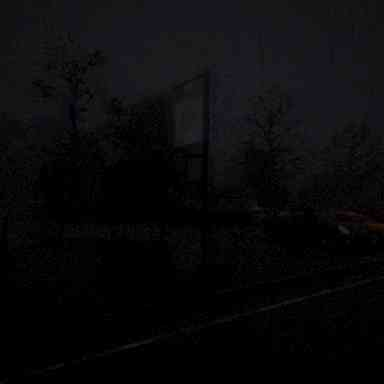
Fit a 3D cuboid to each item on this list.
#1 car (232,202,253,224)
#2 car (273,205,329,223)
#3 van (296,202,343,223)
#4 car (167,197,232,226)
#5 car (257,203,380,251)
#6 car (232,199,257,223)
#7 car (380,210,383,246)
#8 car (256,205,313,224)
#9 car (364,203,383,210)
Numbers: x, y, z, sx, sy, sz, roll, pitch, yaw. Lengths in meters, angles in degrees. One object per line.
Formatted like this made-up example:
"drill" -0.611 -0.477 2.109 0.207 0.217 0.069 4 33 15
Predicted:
"car" 2.293 1.823 27.901 2.231 1.521 4.892 2 -1 -36
"car" 11.235 2.269 34.582 1.946 1.575 5.366 3 -2 -36
"van" 13.686 2.177 35.973 1.878 1.987 4.442 3 -2 -36
"car" 0.154 1.481 26.320 2.435 2.045 5.566 2 -1 -36
"car" 5.569 1.535 15.165 2.185 1.767 4.553 2 -1 -36
"car" 4.572 1.670 29.528 2.435 2.045 5.566 2 -1 -36
"car" 8.036 1.763 16.924 2.097 1.535 5.008 2 -1 -36
"car" 9.077 2.150 33.031 1.946 1.575 5.366 3 -2 -36
"car" 10.389 1.611 18.661 2.435 2.045 5.566 3 -2 -36
